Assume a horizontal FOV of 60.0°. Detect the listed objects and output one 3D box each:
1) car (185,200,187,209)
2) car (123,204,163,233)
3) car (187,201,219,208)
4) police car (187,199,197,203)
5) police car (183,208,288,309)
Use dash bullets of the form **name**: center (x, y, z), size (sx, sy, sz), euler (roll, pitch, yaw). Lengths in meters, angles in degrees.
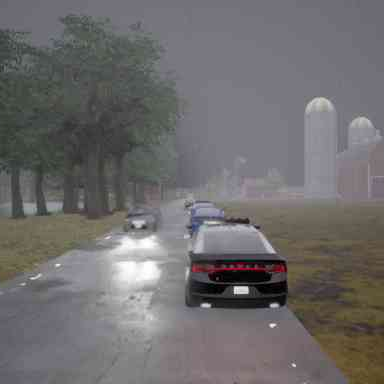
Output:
- **car**: center (-0.040, 1.700, 47.064), size (1.895, 1.301, 4.718), euler (0, 0, 1)
- **car**: center (-2.779, 1.503, 19.710), size (2.128, 1.511, 4.902), euler (0, 0, 0)
- **car**: center (0.799, 1.487, 17.998), size (1.882, 1.535, 5.008), euler (0, 0, 0)
- **police car**: center (0.791, 1.443, 24.108), size (1.930, 1.638, 5.238), euler (0, 0, 0)
- **police car**: center (0.813, 1.428, 8.107), size (1.930, 1.638, 5.238), euler (0, 0, 0)
